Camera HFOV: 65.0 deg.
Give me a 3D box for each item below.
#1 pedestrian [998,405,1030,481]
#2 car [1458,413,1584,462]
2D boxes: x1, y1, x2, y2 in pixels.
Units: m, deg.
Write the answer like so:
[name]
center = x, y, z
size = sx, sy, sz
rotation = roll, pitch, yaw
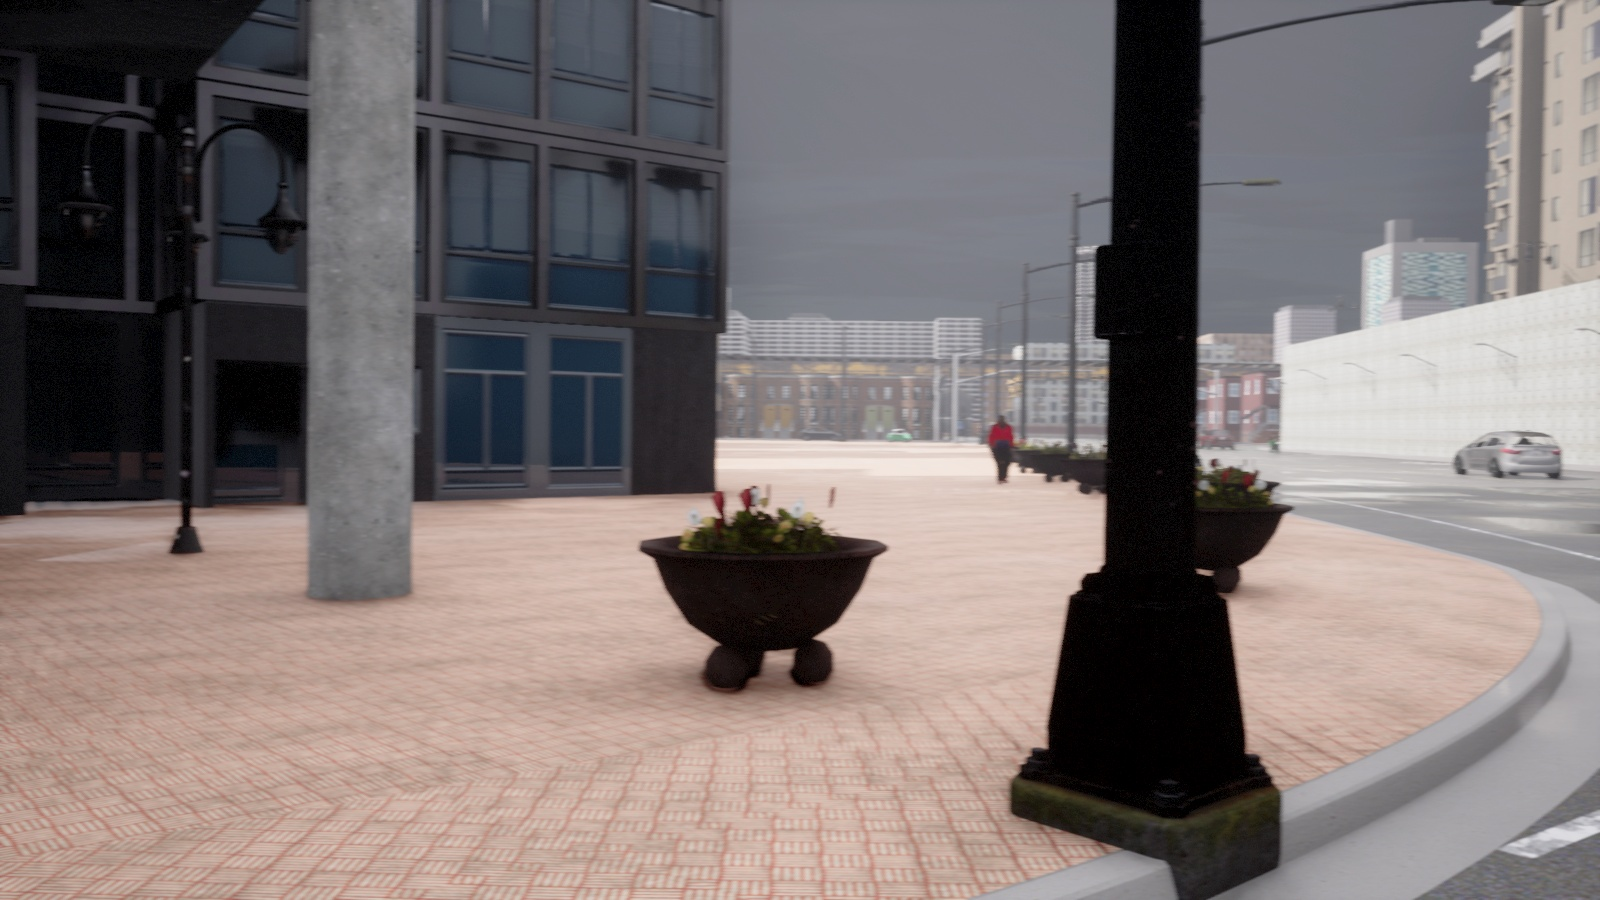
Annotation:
[pedestrian]
center = 5.315, -0.183, 31.252
size = 0.634, 1.844, 0.899
rotation = -1, 1, 1
[car]
center = 26.030, -0.489, 45.546
size = 2.242, 1.667, 4.611
rotation = 0, 1, 5
